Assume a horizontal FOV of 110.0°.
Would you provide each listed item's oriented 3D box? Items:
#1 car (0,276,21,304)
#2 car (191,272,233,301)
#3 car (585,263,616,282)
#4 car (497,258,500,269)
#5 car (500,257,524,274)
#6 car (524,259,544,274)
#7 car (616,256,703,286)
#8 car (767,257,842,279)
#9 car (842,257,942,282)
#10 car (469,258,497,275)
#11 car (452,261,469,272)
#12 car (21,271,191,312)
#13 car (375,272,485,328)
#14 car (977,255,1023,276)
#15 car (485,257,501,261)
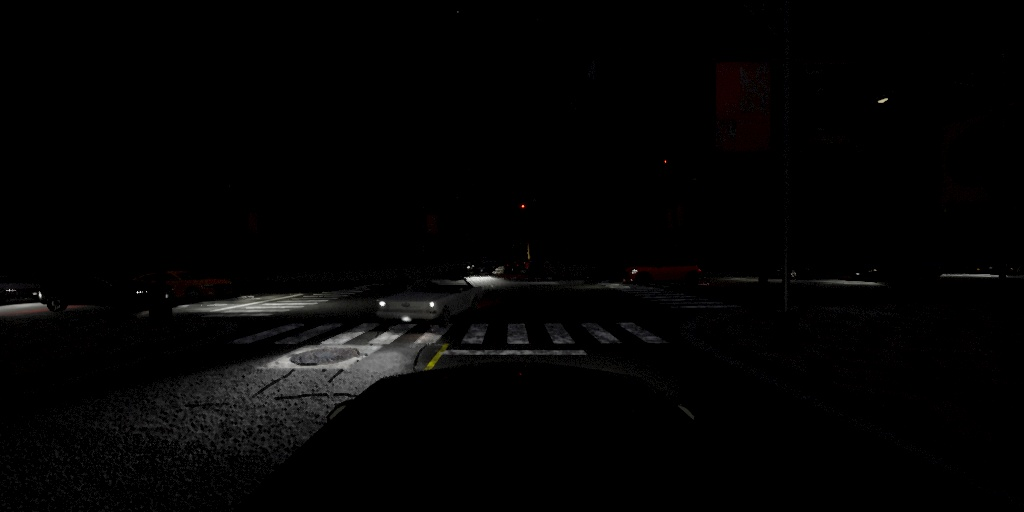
[{"bbox_3d":[-27.620,1.763,18.979,4.674,1.442,1.812,-1,0,0],"label":"car"},{"bbox_3d":[-17.646,1.528,18.995,5.008,1.535,1.882,-1,0,2],"label":"car"},{"bbox_3d":[7.741,1.179,26.191,4.718,1.301,1.895,-1,0,6],"label":"car"},{"bbox_3d":[-3.156,1.305,48.995,2.033,1.411,5.357,0,0,0],"label":"car"},{"bbox_3d":[0.052,1.248,41.839,2.128,1.511,4.902,0,0,0],"label":"car"},{"bbox_3d":[2.740,1.305,41.206,2.007,1.370,4.403,0,0,0],"label":"car"},{"bbox_3d":[9.277,0.909,22.479,4.553,1.767,2.097,-1,0,0],"label":"car"},{"bbox_3d":[20.995,0.822,25.745,5.008,1.535,1.882,-1,0,0],"label":"car"},{"bbox_3d":[24.012,0.822,22.493,4.674,1.442,1.812,-1,0,0],"label":"car"},{"bbox_3d":[-3.110,1.246,39.137,2.128,1.511,4.902,0,0,0],"label":"car"},{"bbox_3d":[-5.785,1.305,41.169,2.007,1.370,4.403,0,0,0],"label":"car"},{"bbox_3d":[-17.624,1.547,15.751,4.902,1.511,2.128,-1,0,2],"label":"car"},{"bbox_3d":[-2.451,1.378,11.767,1.895,1.301,4.718,0,0,11],"label":"car"},{"bbox_3d":[36.386,0.644,25.757,4.181,1.385,1.994,-1,0,0],"label":"car"},{"bbox_3d":[-3.191,1.288,58.933,1.812,1.442,4.674,0,0,0],"label":"car"}]
